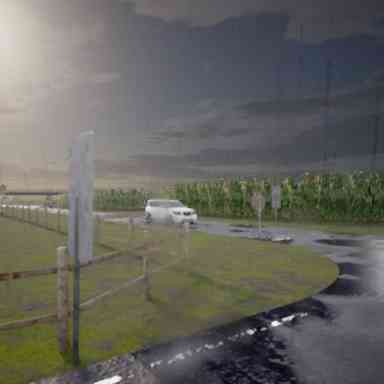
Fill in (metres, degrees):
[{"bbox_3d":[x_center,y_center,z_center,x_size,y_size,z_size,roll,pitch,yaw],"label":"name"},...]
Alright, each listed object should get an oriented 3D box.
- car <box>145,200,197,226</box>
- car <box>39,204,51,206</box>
[{"bbox_3d":[-1.876,1.638,27.246,2.150,2.045,5.566,1,-1,-35],"label":"car"},{"bbox_3d":[-29.277,2.668,66.233,1.994,1.385,4.181,1,-2,-35],"label":"car"}]
